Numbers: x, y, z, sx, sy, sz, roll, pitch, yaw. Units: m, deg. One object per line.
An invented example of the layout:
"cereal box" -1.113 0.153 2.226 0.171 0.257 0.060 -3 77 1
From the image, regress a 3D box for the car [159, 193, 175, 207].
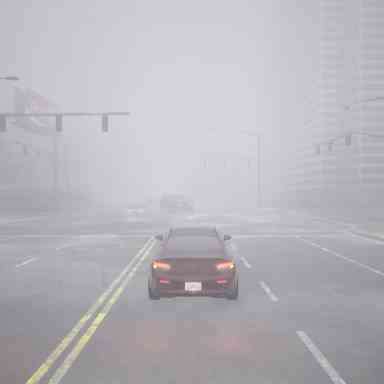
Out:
"car" -3.793 1.221 52.049 2.150 2.045 5.566 0 0 0

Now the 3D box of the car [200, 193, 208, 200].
"car" 3.152 1.184 88.360 2.097 1.767 4.553 0 0 0

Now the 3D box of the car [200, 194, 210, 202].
"car" 3.193 1.515 78.072 2.128 1.511 4.902 0 0 0

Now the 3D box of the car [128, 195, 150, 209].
"car" -7.392 1.525 45.471 1.812 1.442 4.674 0 0 3

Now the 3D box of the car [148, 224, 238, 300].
"car" 0.033 1.526 8.264 1.812 1.442 4.674 0 0 0

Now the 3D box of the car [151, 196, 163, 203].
"car" -7.271 1.511 69.169 2.128 1.511 4.902 0 0 0

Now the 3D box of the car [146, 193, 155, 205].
"car" -7.306 1.351 57.711 2.097 1.767 4.553 0 0 0

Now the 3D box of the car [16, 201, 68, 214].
"car" -15.565 1.601 34.564 4.718 1.301 1.895 0 0 -7

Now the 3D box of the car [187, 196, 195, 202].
"car" -0.308 1.584 78.440 1.895 1.301 4.718 0 0 0

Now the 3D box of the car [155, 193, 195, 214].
"car" -1.788 1.222 35.443 2.150 2.045 5.566 -1 0 -24

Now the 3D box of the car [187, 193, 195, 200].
"car" -0.348 1.184 88.345 2.097 1.767 4.553 0 0 0

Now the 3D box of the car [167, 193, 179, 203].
"car" -3.779 1.224 68.130 2.150 2.045 5.566 0 0 0
